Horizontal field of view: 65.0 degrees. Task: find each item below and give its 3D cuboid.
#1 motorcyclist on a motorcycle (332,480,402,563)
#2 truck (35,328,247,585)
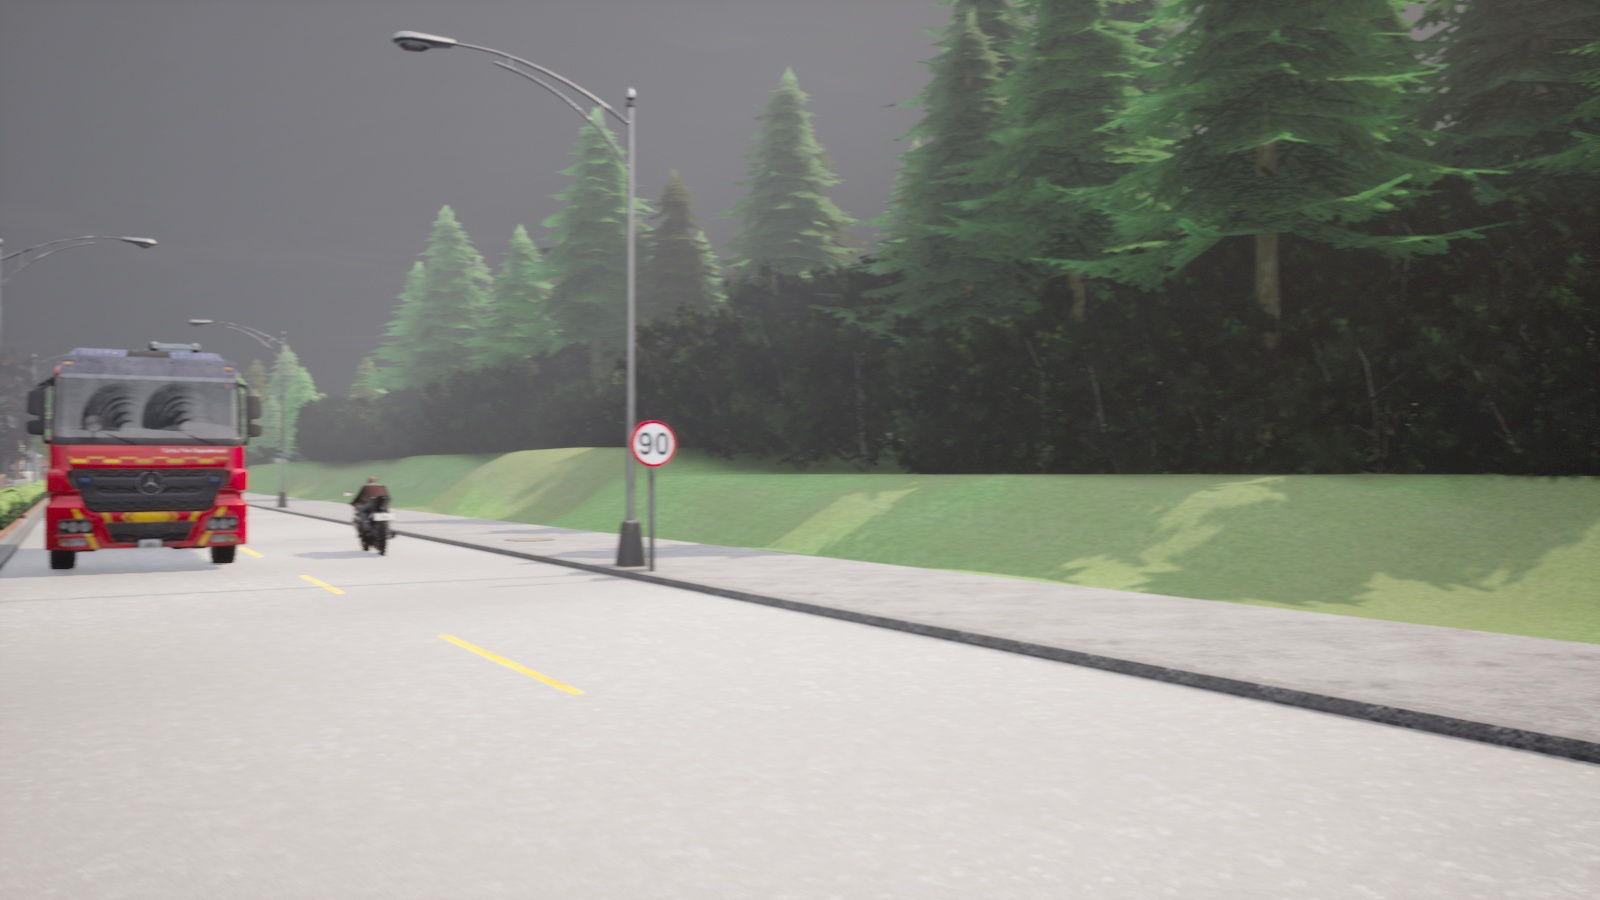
[{"bbox_3d":[-8.481,1.363,24.528,0.866,1.530,2.191,0,-1,-30],"label":"motorcyclist on a motorcycle"},{"bbox_3d":[-12.245,0.179,23.040,2.891,3.827,8.468,0,-1,-30],"label":"truck"}]
